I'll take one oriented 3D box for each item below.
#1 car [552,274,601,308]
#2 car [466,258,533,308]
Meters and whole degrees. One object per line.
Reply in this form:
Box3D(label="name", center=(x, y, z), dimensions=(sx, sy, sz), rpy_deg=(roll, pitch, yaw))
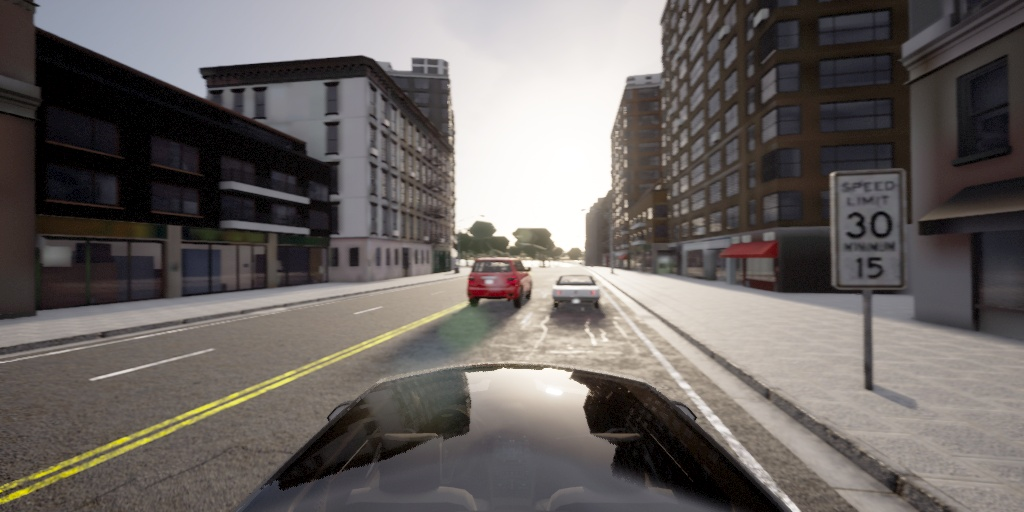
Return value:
Box3D(label="car", center=(2.824, 1.443, 15.828), dimensions=(1.895, 1.301, 4.718), rpy_deg=(-1, 0, 10))
Box3D(label="car", center=(-0.398, 1.094, 16.299), dimensions=(2.150, 2.045, 5.566), rpy_deg=(-1, 0, 10))
